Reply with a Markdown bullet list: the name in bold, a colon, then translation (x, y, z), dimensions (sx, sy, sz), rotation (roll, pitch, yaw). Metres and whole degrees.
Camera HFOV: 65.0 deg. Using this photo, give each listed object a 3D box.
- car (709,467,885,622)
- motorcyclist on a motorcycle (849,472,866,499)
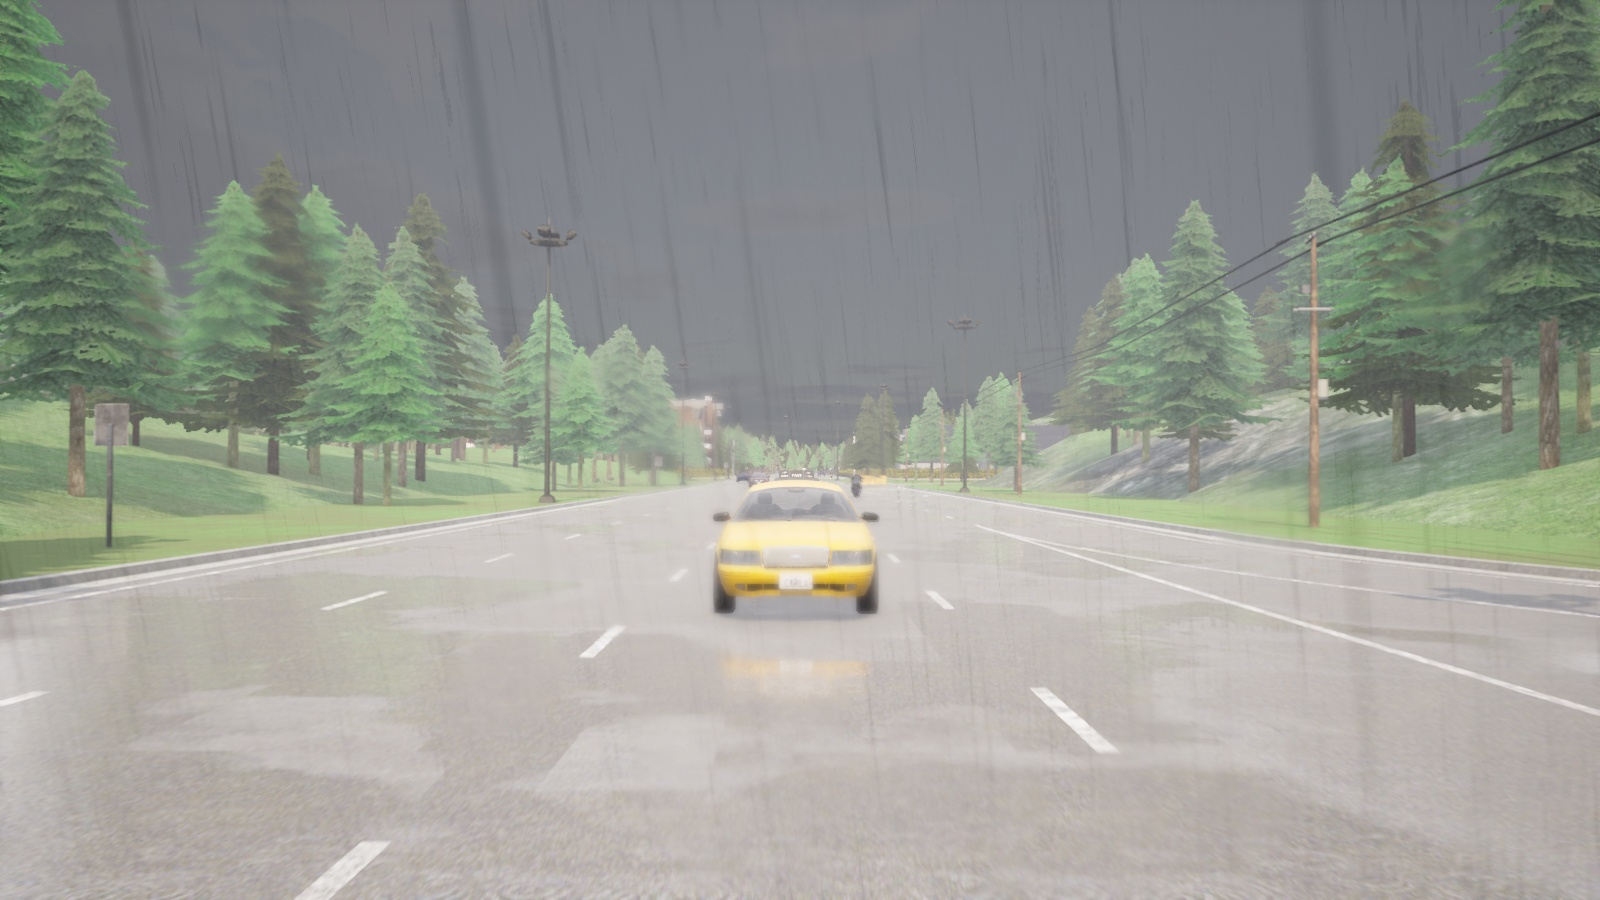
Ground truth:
- **car**: translation (-0.038, 1.014, 15.520), dimensions (1.801, 1.575, 5.366), rotation (0, -1, 0)
- **motorcyclist on a motorcycle**: translation (3.323, 2.060, 73.133), dimensions (0.866, 1.530, 2.191), rotation (0, -1, 0)
